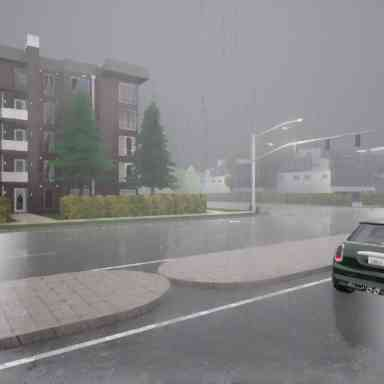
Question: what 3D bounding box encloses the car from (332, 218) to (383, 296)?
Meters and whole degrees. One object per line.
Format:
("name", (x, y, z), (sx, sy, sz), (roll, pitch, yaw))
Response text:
("car", (5.272, 1.352, 7.629), (4.553, 1.767, 2.097), (0, 0, -35))
